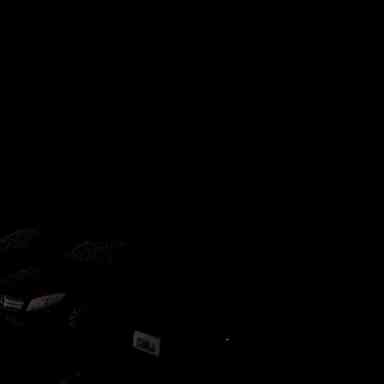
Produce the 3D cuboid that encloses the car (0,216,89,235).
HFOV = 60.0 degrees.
[{"bbox_3d":[-3.744,1.533,8.425,2.002,1.452,4.674,0,0,35],"label":"car"}]

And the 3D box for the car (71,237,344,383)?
[{"bbox_3d":[0.913,1.519,5.142,2.163,1.488,4.792,0,0,35],"label":"car"}]

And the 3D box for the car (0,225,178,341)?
[{"bbox_3d":[-1.475,1.535,6.810,2.002,1.452,4.674,0,0,35],"label":"car"}]

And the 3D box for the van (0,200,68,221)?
[{"bbox_3d":[-5.997,1.267,9.870,1.878,1.987,4.442,0,1,35],"label":"van"}]
